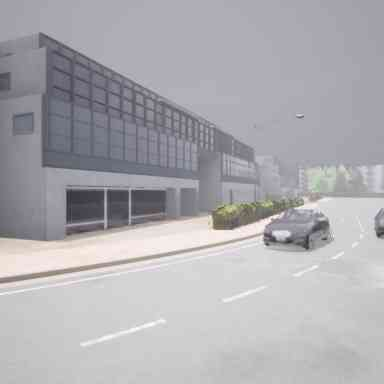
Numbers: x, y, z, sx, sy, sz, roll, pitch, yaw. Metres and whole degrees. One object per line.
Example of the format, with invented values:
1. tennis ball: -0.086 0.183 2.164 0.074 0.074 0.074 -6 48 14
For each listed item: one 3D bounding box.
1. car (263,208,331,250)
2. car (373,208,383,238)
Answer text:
1. car: 4.713 1.491 14.528 2.128 1.511 4.902 0 0 34
2. car: 10.721 1.547 17.562 2.033 1.411 5.357 0 0 28
